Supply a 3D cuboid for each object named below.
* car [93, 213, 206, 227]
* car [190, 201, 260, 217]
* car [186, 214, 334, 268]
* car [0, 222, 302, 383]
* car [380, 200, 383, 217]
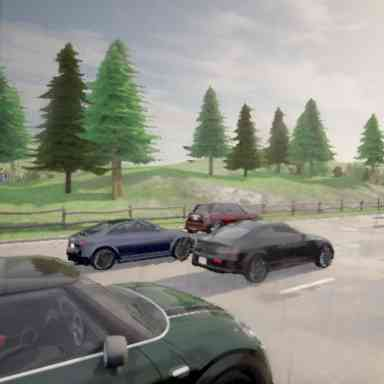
[{"bbox_3d":[-1.895,1.567,11.006,4.181,1.385,1.994,0,0,-35],"label":"car"},{"bbox_3d":[1.912,1.352,18.011,4.553,1.767,2.097,0,0,-35],"label":"car"},{"bbox_3d":[2.143,1.526,9.579,4.674,1.442,1.812,0,0,-35],"label":"car"},{"bbox_3d":[-1.425,1.352,2.742,4.553,1.767,2.097,0,0,-35],"label":"car"},{"bbox_3d":[19.410,1.500,30.492,4.892,1.490,1.837,0,0,-36],"label":"car"}]
